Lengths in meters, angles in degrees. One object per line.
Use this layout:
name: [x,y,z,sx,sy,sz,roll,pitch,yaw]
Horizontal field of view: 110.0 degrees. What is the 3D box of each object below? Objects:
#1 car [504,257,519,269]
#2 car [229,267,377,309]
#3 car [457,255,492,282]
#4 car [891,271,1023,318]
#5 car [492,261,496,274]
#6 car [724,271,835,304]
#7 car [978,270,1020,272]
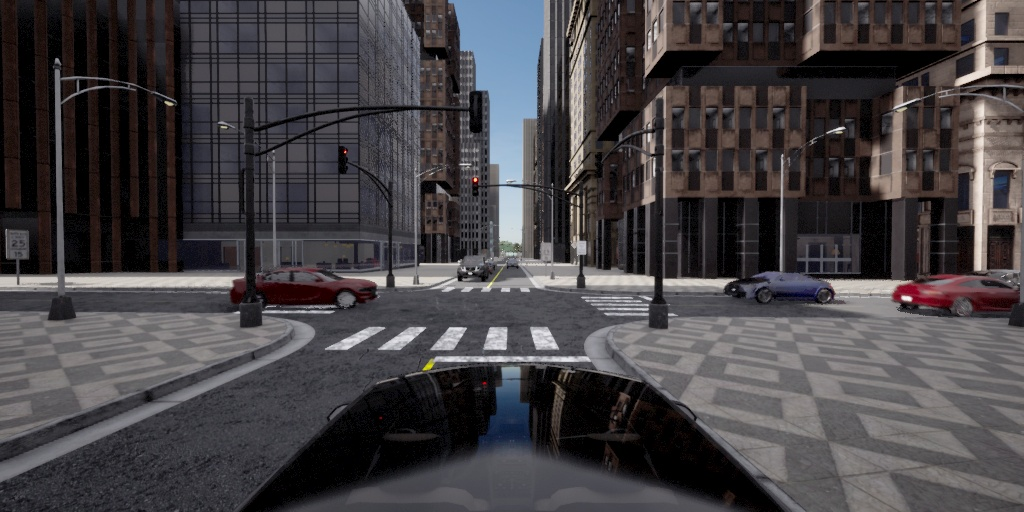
car: [0.077,1.254,56.995,2.033,1.411,5.357,0,0,0]
car: [-7.851,1.187,13.835,5.008,1.535,1.882,0,1,-9]
car: [-3.108,0.957,29.526,2.150,2.045,5.566,0,0,0]
car: [17.011,1.433,13.366,4.674,1.442,1.812,0,1,0]
car: [-3.103,1.290,39.552,1.994,1.385,4.181,0,0,0]
car: [12.230,1.389,16.558,4.181,1.385,1.994,0,1,0]
car: [22.312,1.405,16.578,4.892,1.490,1.837,0,1,0]
